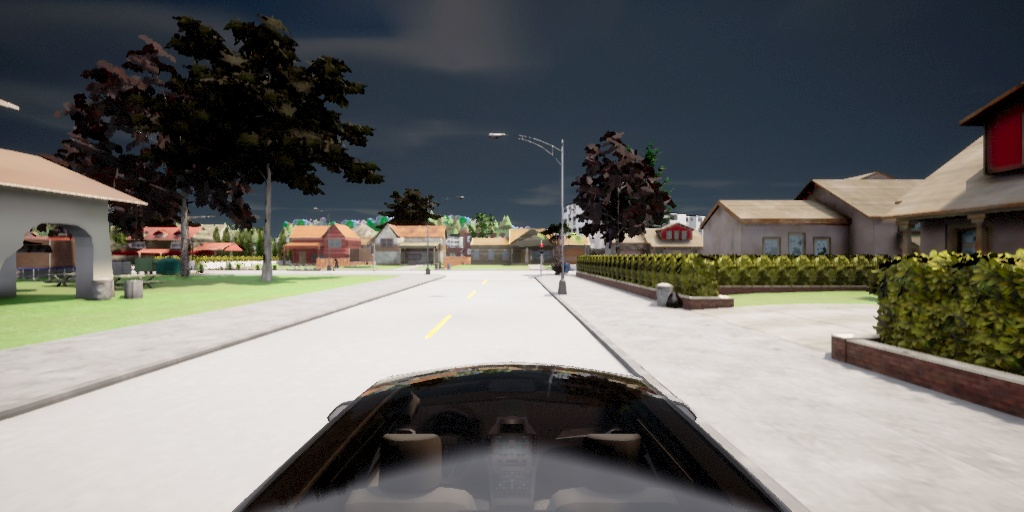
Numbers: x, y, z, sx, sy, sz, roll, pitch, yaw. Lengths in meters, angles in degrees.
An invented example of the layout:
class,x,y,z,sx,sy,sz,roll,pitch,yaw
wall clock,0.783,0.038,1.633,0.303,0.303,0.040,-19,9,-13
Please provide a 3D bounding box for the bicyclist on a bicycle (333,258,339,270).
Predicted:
class,x,y,z,sx,sy,sz,roll,pitch,yaw
bicyclist on a bicycle,-24.168,1.074,49.240,0.582,1.620,1.656,0,0,0
